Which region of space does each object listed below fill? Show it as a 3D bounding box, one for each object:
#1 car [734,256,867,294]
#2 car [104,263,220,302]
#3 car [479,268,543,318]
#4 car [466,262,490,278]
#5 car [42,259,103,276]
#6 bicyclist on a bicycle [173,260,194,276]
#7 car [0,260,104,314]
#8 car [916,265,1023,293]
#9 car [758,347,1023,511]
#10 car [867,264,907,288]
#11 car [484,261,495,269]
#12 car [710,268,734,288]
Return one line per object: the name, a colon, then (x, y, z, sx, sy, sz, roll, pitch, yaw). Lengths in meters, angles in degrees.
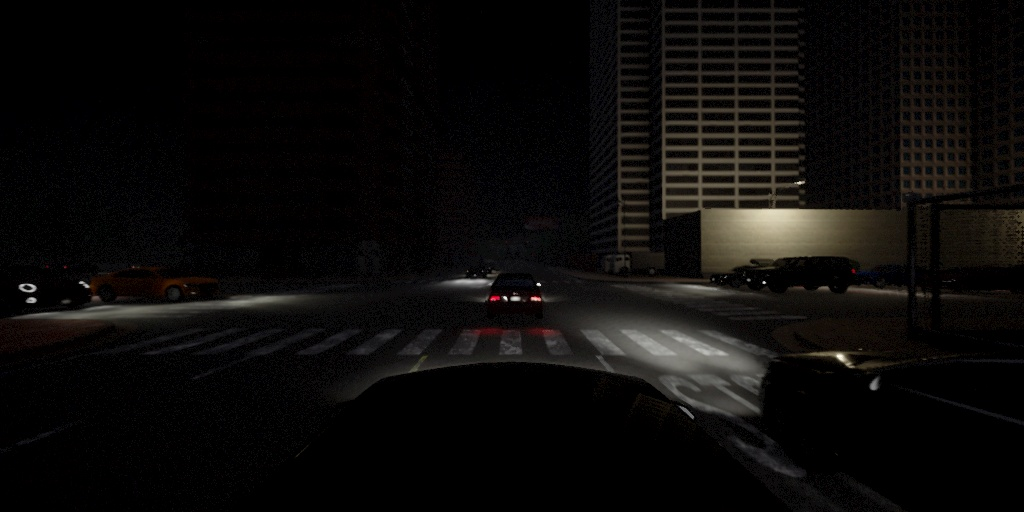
car: (16.240, 1.020, 20.447, 5.566, 2.045, 2.150, 0, 0, 0)
car: (-16.490, 1.253, 16.739, 5.008, 1.535, 1.882, 0, 0, 1)
car: (0.099, 1.335, 13.150, 2.033, 1.411, 5.357, 0, 0, 0)
car: (-3.571, 1.541, 36.731, 1.895, 1.301, 4.718, 0, 0, 0)
car: (-49.981, 1.257, 40.942, 2.097, 1.767, 4.553, 0, 0, -14)
bicyclist on a bicycle: (-26.526, 1.142, 28.970, 0.582, 1.620, 1.656, 0, 0, 10)
car: (-18.731, 1.109, 13.391, 4.553, 1.767, 2.097, 0, 0, 3)
car: (26.228, 1.276, 20.465, 5.008, 1.535, 1.882, 0, 0, 0)
car: (3.600, 1.243, 1.939, 2.128, 1.511, 4.902, 0, 0, 0)
car: (25.344, 1.295, 23.964, 5.008, 1.535, 1.882, 0, 0, 0)
car: (-3.593, 1.469, 46.017, 1.882, 1.535, 5.008, 0, 0, 0)
car: (15.854, 1.322, 23.946, 4.892, 1.490, 1.837, 0, 0, 0)
